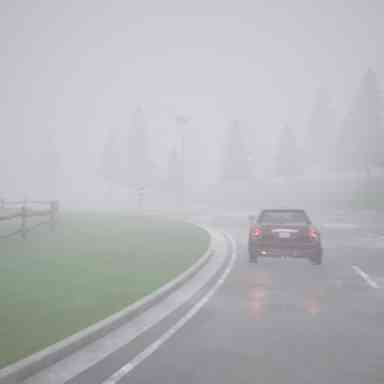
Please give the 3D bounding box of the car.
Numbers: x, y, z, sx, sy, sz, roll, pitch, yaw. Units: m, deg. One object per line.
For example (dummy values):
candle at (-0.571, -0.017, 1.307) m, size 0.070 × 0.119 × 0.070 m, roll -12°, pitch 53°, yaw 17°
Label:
car at (3.081, 1.244, 11.645) m, size 2.097 × 1.767 × 4.553 m, roll 0°, pitch 0°, yaw 11°
